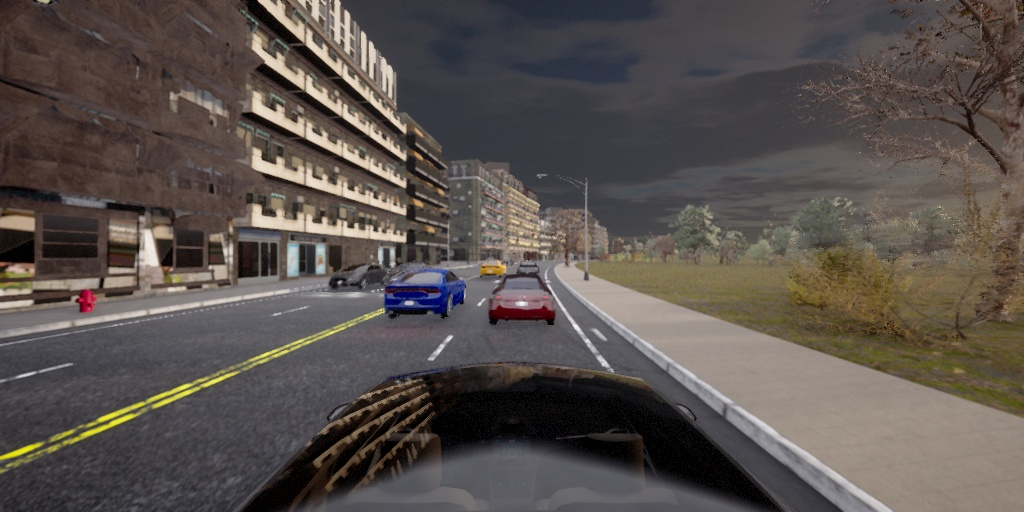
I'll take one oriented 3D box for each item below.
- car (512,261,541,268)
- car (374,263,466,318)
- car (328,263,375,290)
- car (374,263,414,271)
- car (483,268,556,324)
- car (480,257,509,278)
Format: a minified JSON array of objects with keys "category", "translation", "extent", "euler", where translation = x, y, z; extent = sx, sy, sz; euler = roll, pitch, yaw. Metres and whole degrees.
[{"category":"car","translation":[1.459,1.158,31.134],"extent":[2.128,1.511,4.902],"euler":[0,0,5]},{"category":"car","translation":[-2.872,1.185,12.833],"extent":[1.882,1.535,5.008],"euler":[0,1,2]},{"category":"car","translation":[-9.168,1.187,21.793],"extent":[1.837,1.490,4.892],"euler":[0,0,3]},{"category":"car","translation":[-5.940,1.175,21.331],"extent":[2.128,1.511,4.902],"euler":[0,0,3]},{"category":"car","translation":[0.340,1.277,11.866],"extent":[1.994,1.385,4.181],"euler":[0,0,2]},{"category":"car","translation":[-1.661,1.141,32.829],"extent":[1.882,1.535,5.008],"euler":[0,0,5]}]
